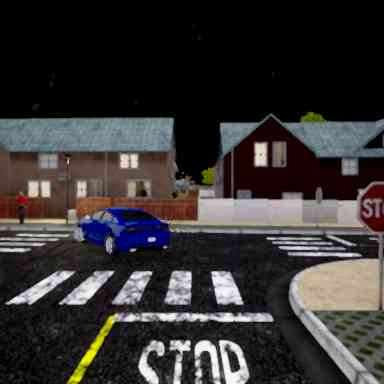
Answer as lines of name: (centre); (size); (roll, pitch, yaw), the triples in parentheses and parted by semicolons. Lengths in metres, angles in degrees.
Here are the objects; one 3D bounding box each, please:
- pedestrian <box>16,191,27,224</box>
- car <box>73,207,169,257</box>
pedestrian: (-9.334, 0.830, 18.201); (0.375, 1.860, 0.375); (0, 0, 1)
car: (-2.779, 1.309, 12.484); (1.882, 1.535, 5.008); (2, 0, -37)
